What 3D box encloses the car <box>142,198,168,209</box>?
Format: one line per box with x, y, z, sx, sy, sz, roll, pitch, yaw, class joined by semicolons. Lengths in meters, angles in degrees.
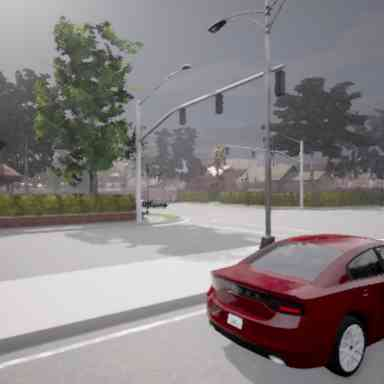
-4.871;1.440;43.608;1.994;1.385;4.181;0;0;-36;car

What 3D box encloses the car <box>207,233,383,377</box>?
2.559;1.447;5.594;5.008;1.535;1.882;0;0;-35;car
